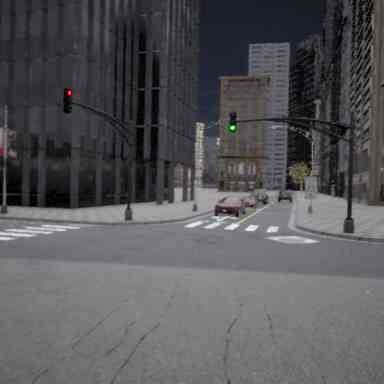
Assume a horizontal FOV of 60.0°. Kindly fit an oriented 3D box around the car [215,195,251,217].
[{"bbox_3d":[3.250,1.100,27.094,1.882,1.535,5.008,2,1,19],"label":"car"}]

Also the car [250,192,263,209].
[{"bbox_3d":[6.239,1.089,36.521,1.994,1.385,4.181,2,1,18],"label":"car"}]

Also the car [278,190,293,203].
[{"bbox_3d":[15.337,0.653,54.539,2.150,2.045,5.566,2,1,18],"label":"car"}]

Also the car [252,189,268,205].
[{"bbox_3d":[9.422,0.650,46.458,2.150,2.045,5.566,2,1,18],"label":"car"}]
